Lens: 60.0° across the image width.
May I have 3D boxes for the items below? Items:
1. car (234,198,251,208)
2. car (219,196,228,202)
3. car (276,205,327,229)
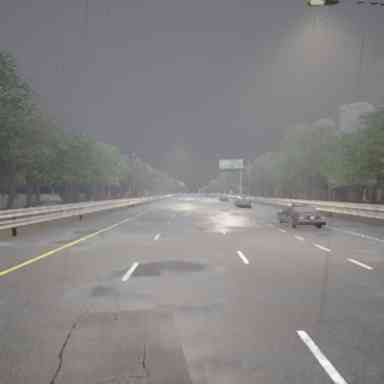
[{"bbox_3d":[7.131,1.601,47.406,1.994,1.385,4.181,0,0,0],"label":"car"},{"bbox_3d":[7.348,1.569,78.307,1.812,1.442,4.674,0,0,1],"label":"car"},{"bbox_3d":[7.029,1.562,21.893,2.033,1.411,5.357,0,0,0],"label":"car"}]
